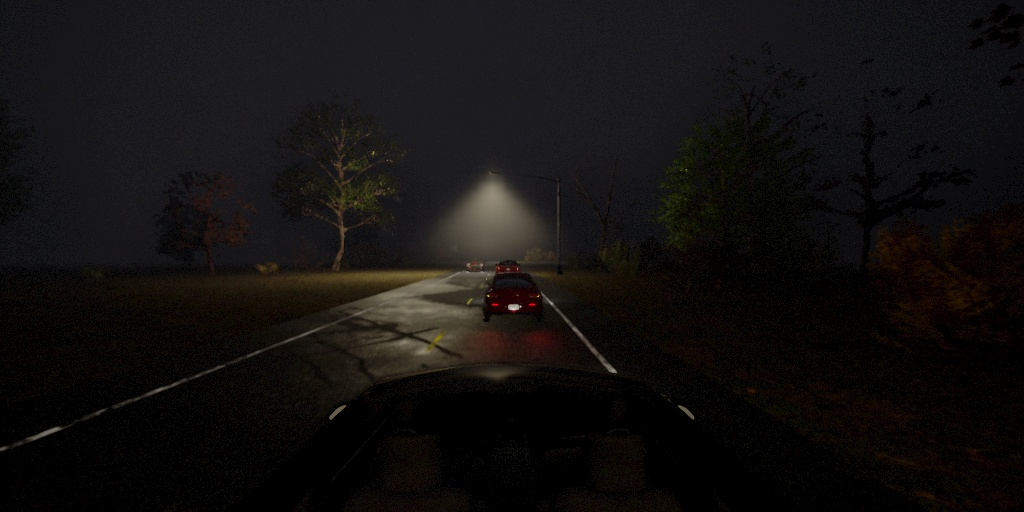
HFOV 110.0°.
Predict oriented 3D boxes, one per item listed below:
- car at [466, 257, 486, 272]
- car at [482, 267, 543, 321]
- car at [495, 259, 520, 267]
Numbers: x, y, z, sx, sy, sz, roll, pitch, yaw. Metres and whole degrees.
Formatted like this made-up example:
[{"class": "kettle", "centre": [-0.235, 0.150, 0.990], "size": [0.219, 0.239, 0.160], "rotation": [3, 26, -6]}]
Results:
[{"class": "car", "centre": [-4.585, 1.058, 45.393], "size": [2.097, 1.767, 4.553], "rotation": [0, 0, -2]}, {"class": "car", "centre": [0.024, 1.271, 12.347], "size": [1.812, 1.442, 4.674], "rotation": [0, 0, -1]}, {"class": "car", "centre": [-0.366, 1.080, 30.984], "size": [2.097, 1.767, 4.553], "rotation": [0, 0, -2]}]
